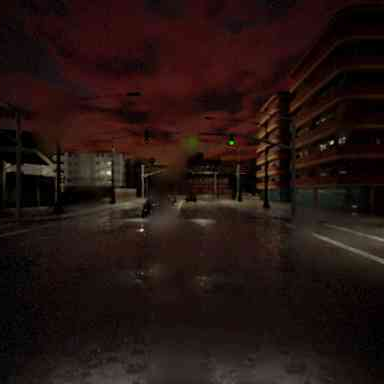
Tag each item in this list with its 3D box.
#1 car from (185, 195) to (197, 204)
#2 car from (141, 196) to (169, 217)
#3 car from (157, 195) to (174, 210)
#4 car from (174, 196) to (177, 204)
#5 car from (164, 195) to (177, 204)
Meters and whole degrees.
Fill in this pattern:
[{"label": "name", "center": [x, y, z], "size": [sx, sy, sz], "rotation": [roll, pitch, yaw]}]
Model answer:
[{"label": "car", "center": [-0.172, 1.211, 57.857], "size": [1.837, 1.490, 4.892], "rotation": [0, 0, -1]}, {"label": "car", "center": [-3.297, 1.355, 29.166], "size": [1.837, 1.490, 4.892], "rotation": [0, 0, -1]}, {"label": "car", "center": [-3.469, 1.155, 38.369], "size": [2.097, 1.767, 4.553], "rotation": [0, 0, -1]}, {"label": "car", "center": [-3.582, 1.235, 47.551], "size": [1.882, 1.535, 5.008], "rotation": [0, 0, 0]}, {"label": "car", "center": [-3.669, 1.270, 57.577], "size": [1.994, 1.385, 4.181], "rotation": [0, 0, -1]}]
